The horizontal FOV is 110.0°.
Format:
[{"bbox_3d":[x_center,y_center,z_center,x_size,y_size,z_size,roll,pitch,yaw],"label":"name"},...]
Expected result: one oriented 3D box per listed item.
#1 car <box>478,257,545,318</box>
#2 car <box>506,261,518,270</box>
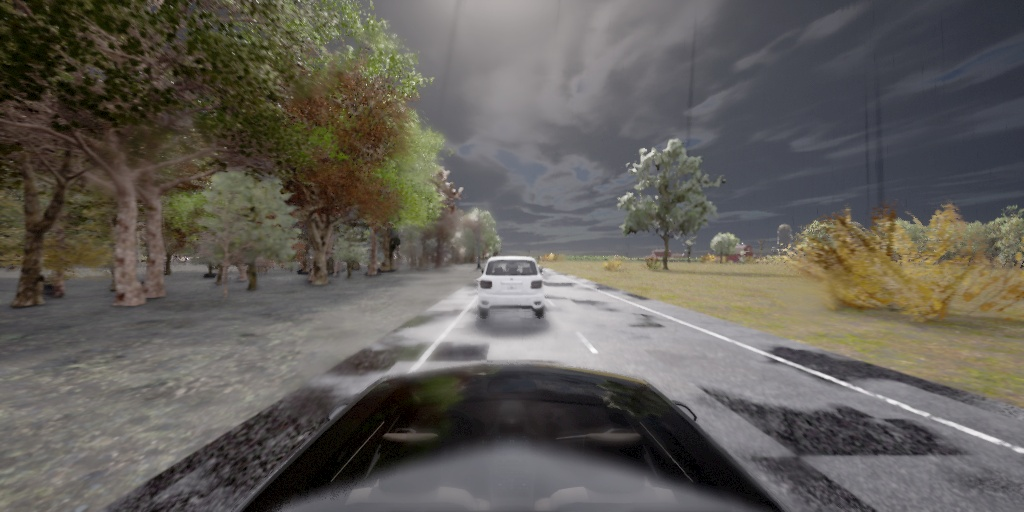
[{"bbox_3d":[-0.004,1.053,13.455,2.150,2.045,5.566,0,0,0],"label":"car"},{"bbox_3d":[-0.017,1.611,60.598,1.994,1.385,4.181,0,0,0],"label":"car"}]
